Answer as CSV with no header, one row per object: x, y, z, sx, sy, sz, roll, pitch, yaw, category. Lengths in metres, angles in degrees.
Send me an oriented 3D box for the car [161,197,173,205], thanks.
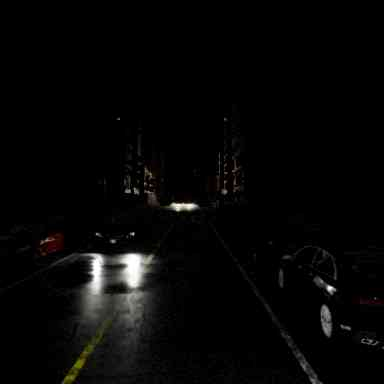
-6.176,2.256,77.936,1.967,1.590,4.097,0,-1,-1,car

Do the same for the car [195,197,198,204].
2.347,2.400,78.110,1.802,1.307,4.206,0,-1,-1,car

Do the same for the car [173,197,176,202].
-6.545,2.335,94.897,2.192,1.841,5.009,0,-1,-1,car

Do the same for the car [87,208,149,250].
-3.080,1.680,15.331,1.812,1.442,4.674,0,-1,0,car

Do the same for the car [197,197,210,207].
2.592,2.134,66.805,1.967,1.590,4.097,0,-1,-1,car

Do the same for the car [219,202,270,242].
2.863,1.490,17.395,2.192,1.841,5.009,0,-1,0,car

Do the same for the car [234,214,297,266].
2.861,1.686,11.869,1.947,1.339,4.313,0,-1,0,car

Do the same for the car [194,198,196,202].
2.102,2.531,89.413,1.802,1.307,4.206,0,-1,-1,car

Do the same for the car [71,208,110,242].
-5.663,1.740,17.389,1.947,1.339,4.313,0,-1,0,car

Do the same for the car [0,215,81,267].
-5.665,1.701,11.864,1.802,1.307,4.206,0,-1,0,car

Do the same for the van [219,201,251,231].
2.865,1.571,22.918,1.690,1.788,3.998,0,-1,0,van

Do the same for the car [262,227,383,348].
2.860,1.616,6.346,2.008,1.369,4.403,0,-1,0,car

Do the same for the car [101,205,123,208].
-5.661,1.669,22.915,1.967,1.590,4.097,0,-1,0,car
